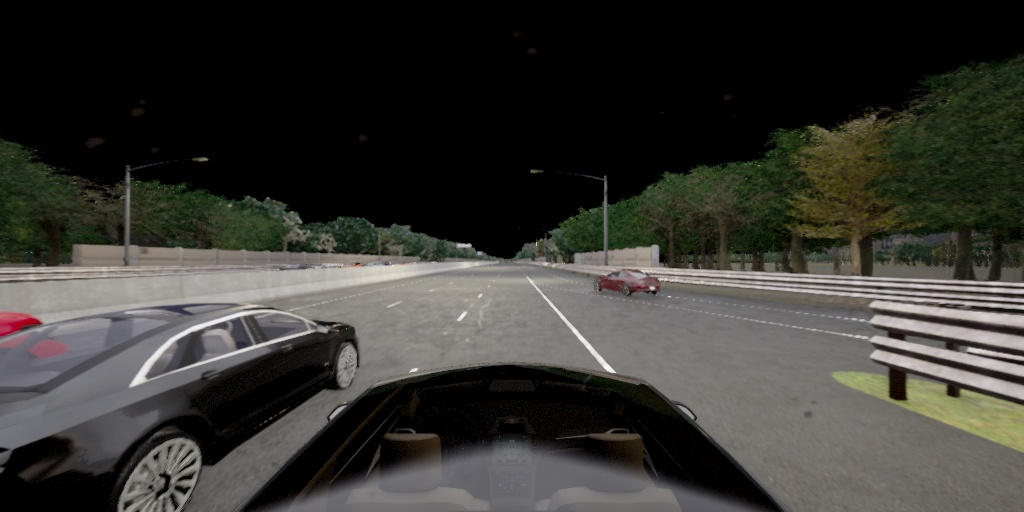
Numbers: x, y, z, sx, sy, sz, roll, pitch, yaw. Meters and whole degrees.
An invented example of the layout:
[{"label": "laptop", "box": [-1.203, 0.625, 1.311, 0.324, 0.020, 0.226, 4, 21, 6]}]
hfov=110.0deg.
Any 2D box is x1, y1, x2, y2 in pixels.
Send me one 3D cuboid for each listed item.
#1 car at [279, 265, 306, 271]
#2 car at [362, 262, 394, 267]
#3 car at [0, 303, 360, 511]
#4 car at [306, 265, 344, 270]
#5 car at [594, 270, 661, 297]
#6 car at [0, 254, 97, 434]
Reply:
[{"label": "car", "box": [-28.062, 1.828, 46.849, 2.033, 1.411, 5.357, 0, -1, 0]}, {"label": "car", "box": [-17.571, 1.810, 47.230, 1.812, 1.442, 4.674, 0, -1, 0]}, {"label": "car", "box": [-3.399, 1.266, 3.971, 2.128, 1.511, 4.902, 0, -1, 0]}, {"label": "car", "box": [-24.565, 1.887, 47.378, 1.895, 1.301, 4.718, 0, -1, 0]}, {"label": "car", "box": [6.576, 1.507, 20.836, 1.812, 1.442, 4.674, 0, 0, -18]}, {"label": "car", "box": [-6.900, 0.978, 2.242, 2.150, 2.045, 5.566, 0, -1, 0]}]
